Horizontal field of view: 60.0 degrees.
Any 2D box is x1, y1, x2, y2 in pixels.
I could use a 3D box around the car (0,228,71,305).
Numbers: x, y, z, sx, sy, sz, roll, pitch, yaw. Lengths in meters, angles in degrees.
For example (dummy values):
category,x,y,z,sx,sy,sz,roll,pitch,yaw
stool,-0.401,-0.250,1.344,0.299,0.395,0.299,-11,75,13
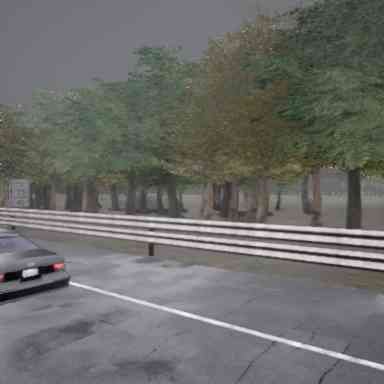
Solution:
category,x,y,z,sx,sy,sz,roll,pitch,yaw
car,-5.026,1.545,7.677,5.357,1.411,2.033,0,0,36
